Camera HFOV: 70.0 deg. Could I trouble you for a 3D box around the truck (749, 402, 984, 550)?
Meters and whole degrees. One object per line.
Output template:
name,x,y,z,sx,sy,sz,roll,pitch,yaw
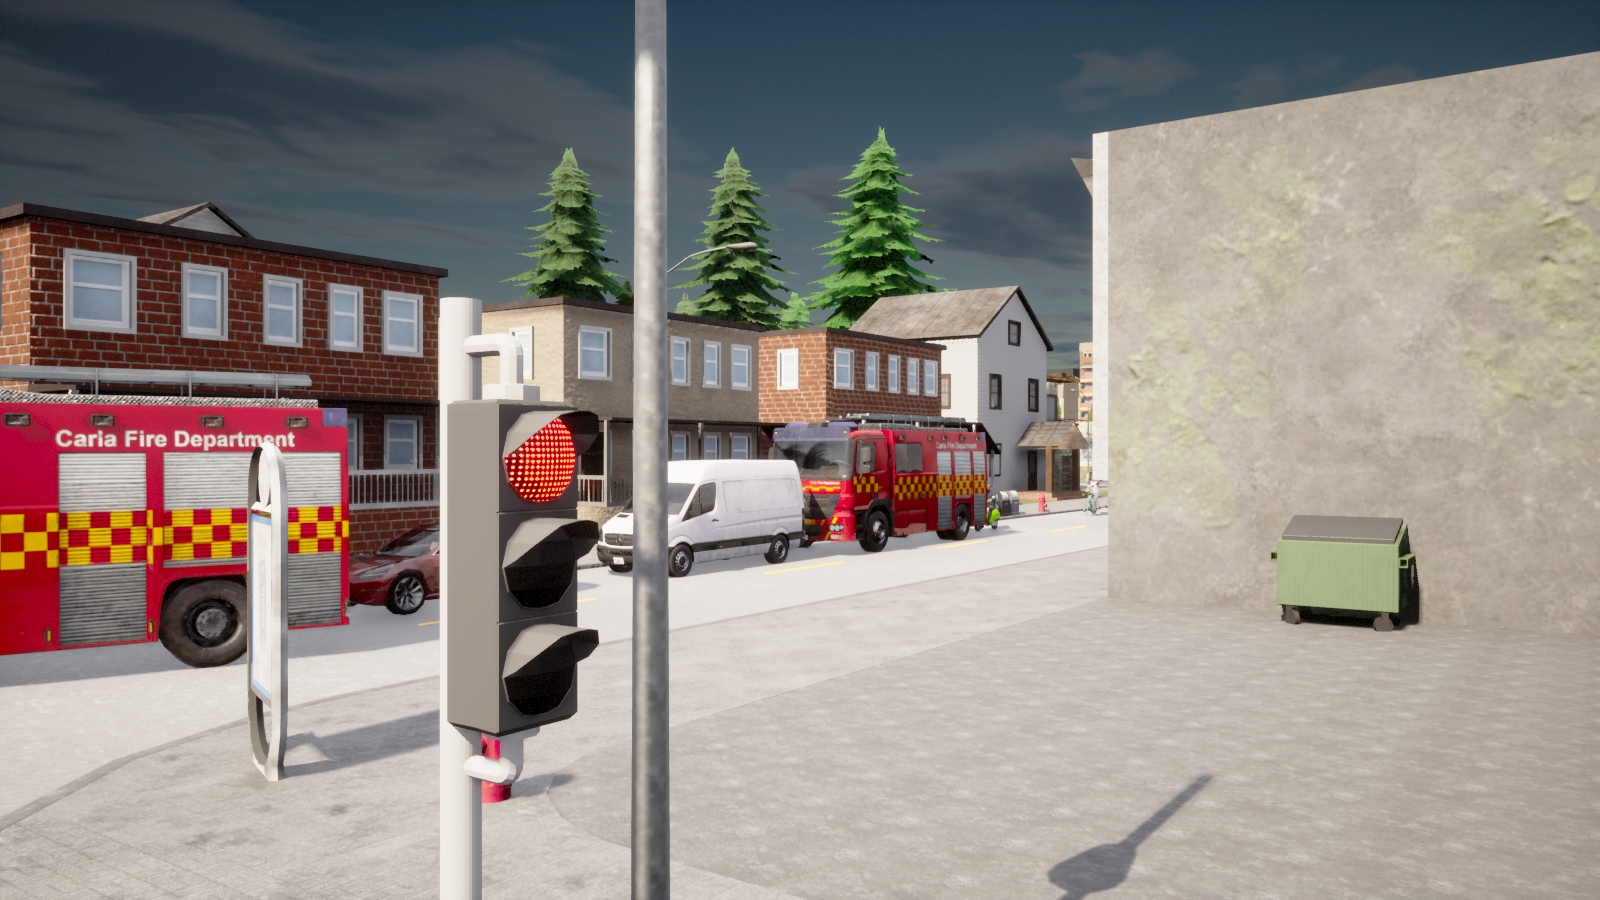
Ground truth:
truck,2.235,0.662,33.662,2.891,3.827,8.468,0,0,35

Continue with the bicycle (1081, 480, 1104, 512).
bicycle,12.287,1.928,48.011,0.373,1.296,1.643,0,0,35

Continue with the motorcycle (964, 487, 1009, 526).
motorcycle,6.506,1.955,39.767,0.856,1.236,1.805,0,0,35

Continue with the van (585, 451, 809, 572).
van,-2.273,1.307,27.238,1.988,2.561,5.915,0,0,35

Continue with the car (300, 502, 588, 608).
car,-6.463,1.835,21.261,2.163,1.488,4.792,0,0,35

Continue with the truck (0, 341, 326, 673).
truck,-10.619,0.661,13.957,8.468,3.827,2.891,0,0,-36
